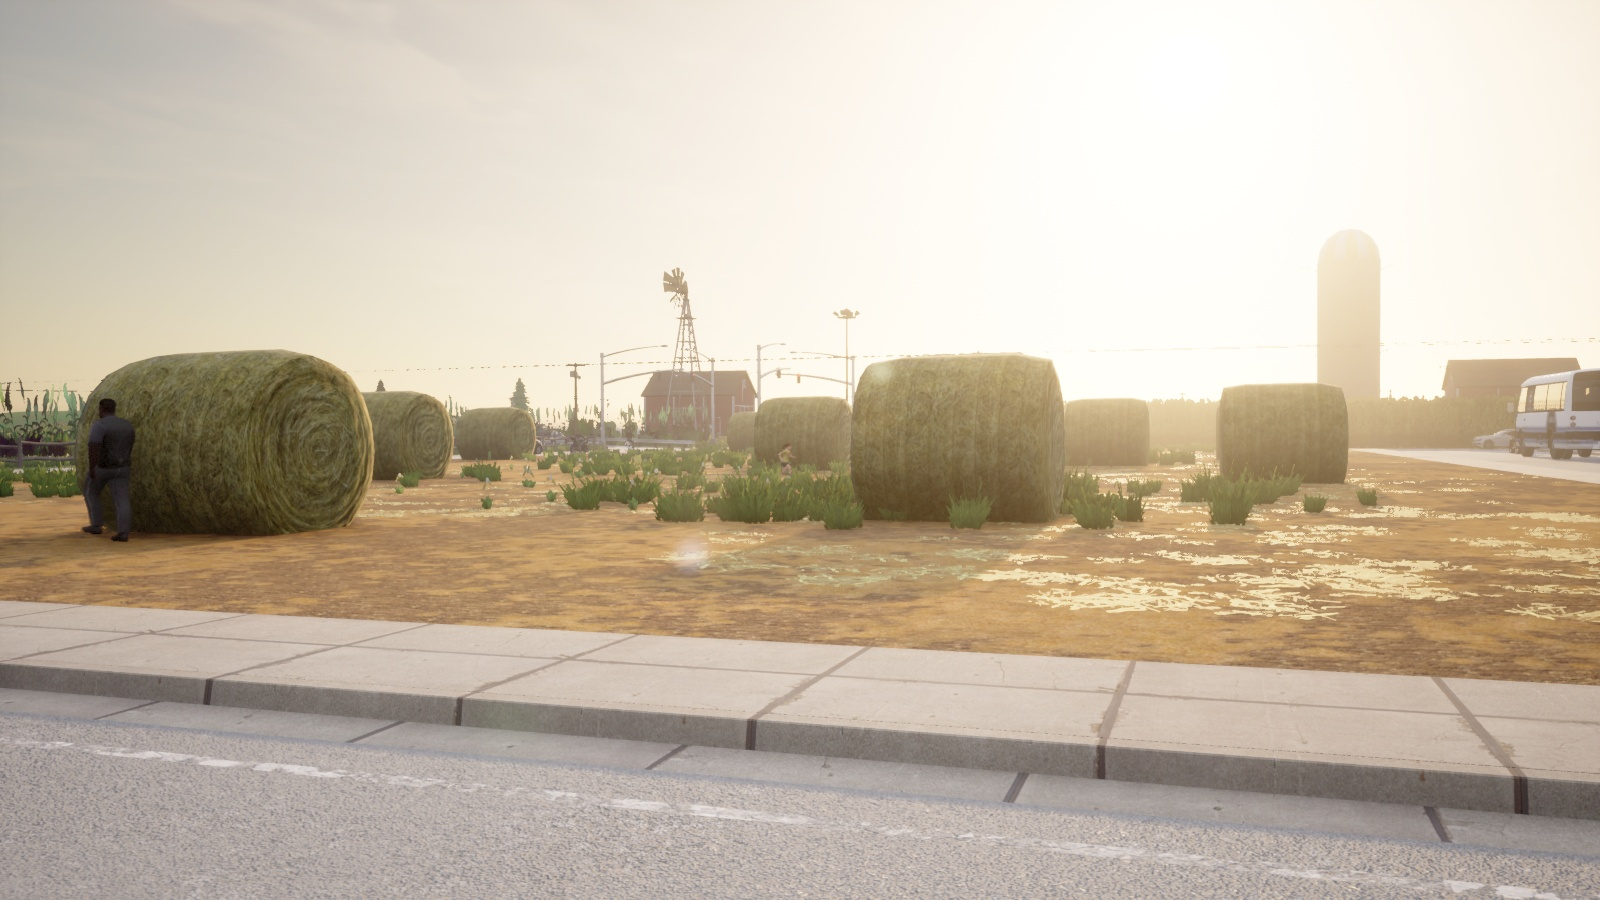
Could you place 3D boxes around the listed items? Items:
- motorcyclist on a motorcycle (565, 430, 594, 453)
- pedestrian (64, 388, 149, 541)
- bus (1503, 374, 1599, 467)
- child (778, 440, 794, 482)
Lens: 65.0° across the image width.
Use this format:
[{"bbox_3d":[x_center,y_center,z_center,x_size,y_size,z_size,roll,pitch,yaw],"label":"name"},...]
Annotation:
[{"bbox_3d":[-14.661,-0.565,83.480,0.866,1.530,2.191,1,1,21],"label":"motorcyclist on a motorcycle"},{"bbox_3d":[-8.798,0.174,15.936,0.849,1.883,0.563,1,1,29],"label":"pedestrian"},{"bbox_3d":[38.324,-1.430,62.281,3.944,4.253,10.273,1,1,18],"label":"bus"},{"bbox_3d":[-0.365,0.293,33.601,0.394,1.110,0.255,0,1,5],"label":"child"}]
